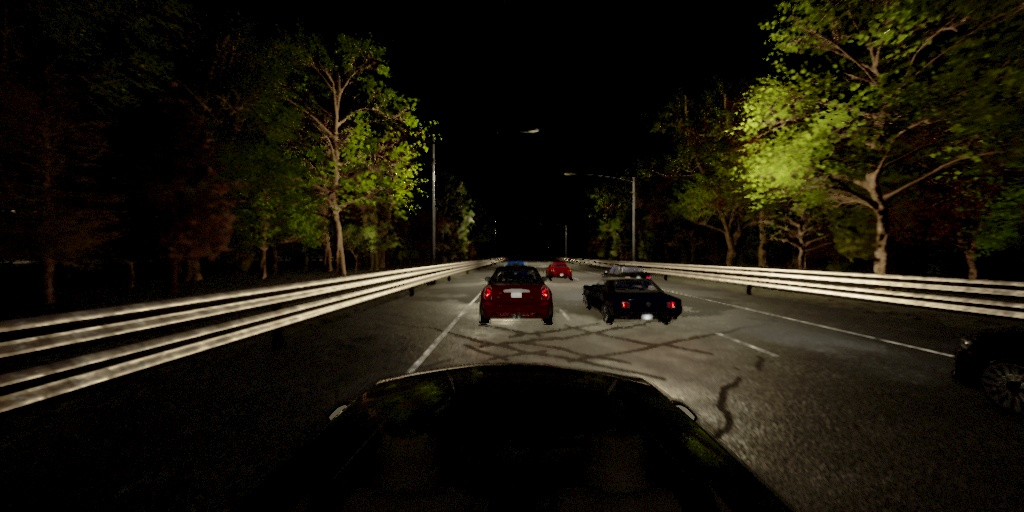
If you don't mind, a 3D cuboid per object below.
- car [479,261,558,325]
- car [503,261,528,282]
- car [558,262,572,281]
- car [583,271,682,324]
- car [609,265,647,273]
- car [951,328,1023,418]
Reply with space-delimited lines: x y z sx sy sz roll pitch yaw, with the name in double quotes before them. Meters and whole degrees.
"car" 0.135 1.087 11.956 2.097 1.767 4.553 0 0 0
"car" 0.312 1.185 29.959 1.882 1.535 5.008 0 0 1
"car" 3.796 1.234 29.451 1.812 1.442 4.674 0 0 1
"car" 3.632 1.337 11.806 1.895 1.301 4.718 0 0 0
"car" 7.216 1.267 22.896 2.033 1.411 5.357 0 0 1
"car" 7.106 1.241 2.962 2.128 1.511 4.902 0 0 0
